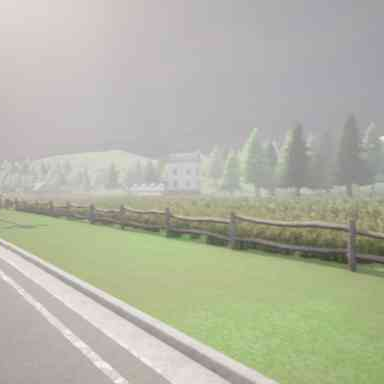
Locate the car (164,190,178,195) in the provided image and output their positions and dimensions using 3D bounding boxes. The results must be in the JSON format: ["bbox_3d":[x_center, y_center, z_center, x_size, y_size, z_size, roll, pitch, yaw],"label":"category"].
[{"bbox_3d":[-5.817,0.281,91.448,1.932,1.855,4.605,-1,1,-40],"label":"car"}]
